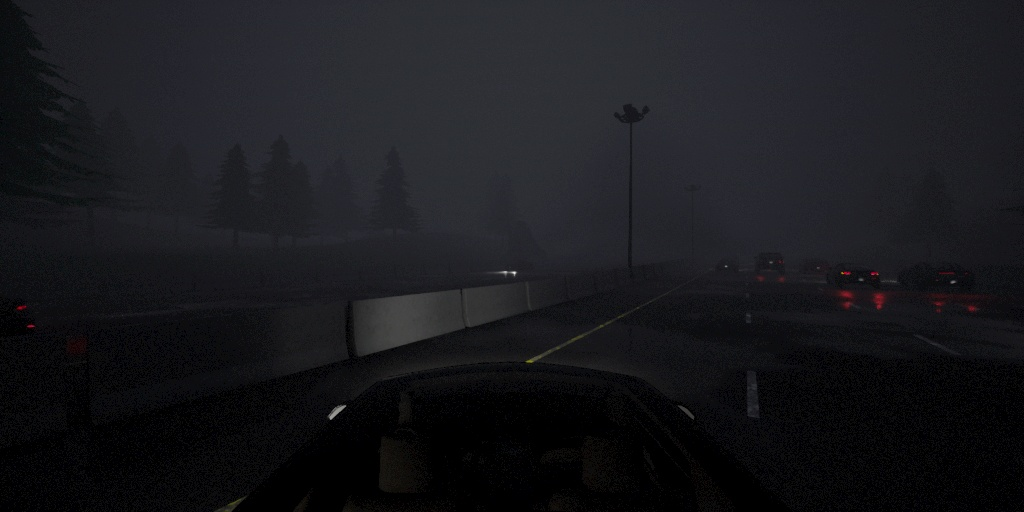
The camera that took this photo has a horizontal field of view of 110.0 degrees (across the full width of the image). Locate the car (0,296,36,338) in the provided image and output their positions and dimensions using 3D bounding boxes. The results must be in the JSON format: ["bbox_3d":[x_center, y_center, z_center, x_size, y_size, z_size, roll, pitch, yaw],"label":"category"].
[{"bbox_3d":[-11.157,1.229,5.332,2.128,1.511,4.902,0,0,33],"label":"car"}]

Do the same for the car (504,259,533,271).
[{"bbox_3d":[0.833,1.060,42.847,1.994,1.385,4.181,0,1,33],"label":"car"}]

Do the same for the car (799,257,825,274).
[{"bbox_3d":[28.547,0.857,33.919,1.882,1.535,5.008,0,1,33],"label":"car"}]

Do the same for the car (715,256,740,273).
[{"bbox_3d":[22.169,0.956,36.954,1.994,1.385,4.181,0,1,33],"label":"car"}]

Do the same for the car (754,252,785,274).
[{"bbox_3d":[24.724,0.628,34.459,2.150,2.045,5.566,0,1,33],"label":"car"}]

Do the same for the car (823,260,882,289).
[{"bbox_3d":[20.721,1.125,21.885,1.812,1.442,4.674,0,0,33],"label":"car"}]

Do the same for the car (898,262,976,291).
[{"bbox_3d":[23.925,1.087,20.393,2.128,1.511,4.902,0,1,33],"label":"car"}]
